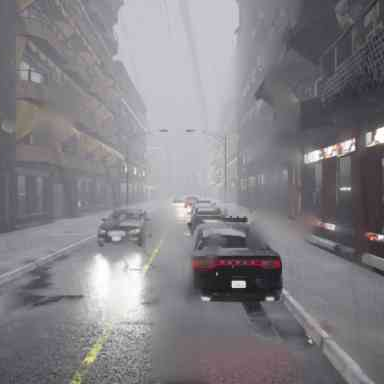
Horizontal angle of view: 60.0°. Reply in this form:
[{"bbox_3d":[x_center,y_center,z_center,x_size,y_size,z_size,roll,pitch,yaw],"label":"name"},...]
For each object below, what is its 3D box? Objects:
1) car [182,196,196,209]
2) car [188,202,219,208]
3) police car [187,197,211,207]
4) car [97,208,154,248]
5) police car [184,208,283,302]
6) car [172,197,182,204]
[{"bbox_3d":[0.033,1.383,47.137,2.097,1.767,4.553,0,0,0],"label":"car"},{"bbox_3d":[0.825,1.511,18.343,1.837,1.490,4.892,0,0,0],"label":"car"},{"bbox_3d":[0.825,1.434,24.453,1.930,1.638,5.238,0,0,0],"label":"police car"},{"bbox_3d":[-2.853,1.495,15.008,2.128,1.511,4.902,0,0,0],"label":"car"},{"bbox_3d":[0.825,1.427,8.452,1.930,1.638,5.238,0,0,0],"label":"police car"},{"bbox_3d":[-2.749,1.616,63.721,1.994,1.385,4.181,0,0,0],"label":"car"}]
